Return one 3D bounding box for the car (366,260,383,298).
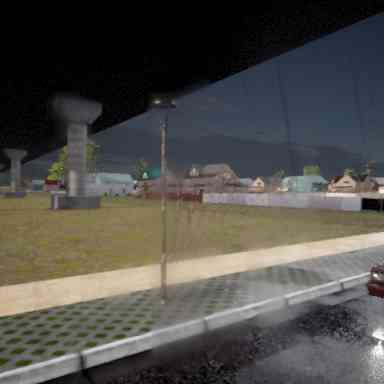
[{"bbox_3d":[6.048,1.556,7.385,5.357,1.411,2.033,0,0,-35],"label":"car"}]
